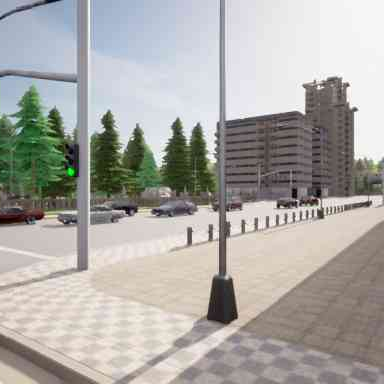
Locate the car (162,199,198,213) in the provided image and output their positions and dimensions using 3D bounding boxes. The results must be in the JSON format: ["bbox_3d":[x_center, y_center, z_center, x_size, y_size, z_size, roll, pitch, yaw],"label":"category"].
[{"bbox_3d":[-1.304,1.564,37.898,1.994,1.385,4.181,0,0,35],"label":"car"}]

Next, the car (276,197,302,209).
[{"bbox_3d":[13.186,1.505,45.837,1.837,1.490,4.892,0,0,35],"label":"car"}]

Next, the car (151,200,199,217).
[{"bbox_3d":[-1.508,1.547,31.569,2.033,1.411,5.357,0,0,36],"label":"car"}]

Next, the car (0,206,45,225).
[{"bbox_3d":[-12.534,1.601,22.207,1.895,1.301,4.718,0,0,37],"label":"car"}]

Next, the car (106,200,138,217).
[{"bbox_3d":[-7.050,1.478,29.828,1.882,1.535,5.008,0,0,36],"label":"car"}]

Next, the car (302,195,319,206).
[{"bbox_3d":[19.069,1.352,54.102,2.097,1.767,4.553,0,0,35],"label":"car"}]

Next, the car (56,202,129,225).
[{"bbox_3d":[-7.110,1.601,23.710,1.895,1.301,4.718,0,0,35],"label":"car"}]

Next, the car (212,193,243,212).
[{"bbox_3d":[4.298,1.352,39.705,2.097,1.767,4.553,0,0,36],"label":"car"}]

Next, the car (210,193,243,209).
[{"bbox_3d":[4.946,1.221,46.600,2.150,2.045,5.566,0,0,36],"label":"car"}]
